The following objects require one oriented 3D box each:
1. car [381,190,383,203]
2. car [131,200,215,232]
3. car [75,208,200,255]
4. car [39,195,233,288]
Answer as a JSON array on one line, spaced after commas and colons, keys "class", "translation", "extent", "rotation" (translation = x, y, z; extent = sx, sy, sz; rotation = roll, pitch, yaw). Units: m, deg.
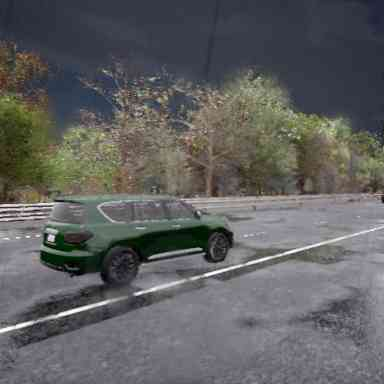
[{"class": "car", "translation": [30.969, 0.635, 51.245], "extent": [5.566, 2.045, 2.150], "rotation": [0, 0, -45]}, {"class": "car", "translation": [-0.976, 1.277, 19.343], "extent": [4.892, 1.490, 1.837], "rotation": [0, 0, -45]}, {"class": "car", "translation": [-2.013, 1.431, 13.361], "extent": [4.718, 1.301, 1.895], "rotation": [-1, 1, -45]}, {"class": "car", "translation": [-1.203, 1.087, 9.219], "extent": [5.566, 2.045, 2.150], "rotation": [-1, 1, -45]}]
